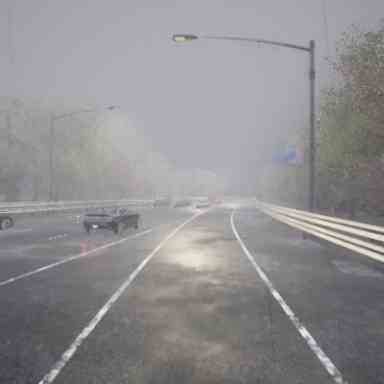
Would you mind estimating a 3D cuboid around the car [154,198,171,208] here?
[{"bbox_3d":[-4.879,1.783,54.949,2.128,1.511,4.902,0,0,11],"label":"car"}]

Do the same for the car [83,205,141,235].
[{"bbox_3d":[-4.404,1.521,19.041,2.128,1.511,4.902,0,0,10],"label":"car"}]

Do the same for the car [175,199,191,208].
[{"bbox_3d":[-1.453,1.852,54.226,2.033,1.411,5.357,0,0,10],"label":"car"}]

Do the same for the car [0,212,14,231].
[{"bbox_3d":[-11.768,1.455,17.787,2.128,1.511,4.902,0,0,11],"label":"car"}]

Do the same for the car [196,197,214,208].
[{"bbox_3d":[1.982,1.918,53.572,1.895,1.301,4.718,0,0,11],"label":"car"}]

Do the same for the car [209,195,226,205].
[{"bbox_3d":[5.561,1.843,72.850,2.097,1.767,4.553,0,0,11],"label":"car"}]
